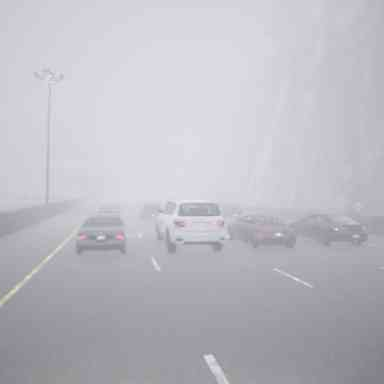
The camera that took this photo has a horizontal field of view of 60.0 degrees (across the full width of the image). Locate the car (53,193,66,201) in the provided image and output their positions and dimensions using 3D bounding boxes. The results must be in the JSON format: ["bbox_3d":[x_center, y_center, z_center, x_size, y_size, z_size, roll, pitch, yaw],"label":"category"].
[{"bbox_3d":[-26.313,0.949,65.965,1.812,1.442,4.674,1,1,-13],"label":"car"}]

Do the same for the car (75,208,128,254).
[{"bbox_3d":[-3.645,1.603,13.734,2.033,1.411,5.357,1,0,-13],"label":"car"}]

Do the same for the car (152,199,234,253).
[{"bbox_3d":[-0.234,1.322,14.538,2.150,2.045,5.566,1,0,-13],"label":"car"}]

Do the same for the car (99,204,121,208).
[{"bbox_3d":[-7.004,1.640,28.470,1.895,1.301,4.718,1,0,-13],"label":"car"}]

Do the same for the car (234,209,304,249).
[{"bbox_3d":[3.111,1.721,15.607,1.994,1.385,4.181,1,0,-13],"label":"car"}]

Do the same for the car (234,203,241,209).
[{"bbox_3d":[3.194,1.696,30.990,1.837,1.490,4.892,1,0,-13],"label":"car"}]

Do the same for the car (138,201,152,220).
[{"bbox_3d":[-3.631,1.596,29.439,1.837,1.490,4.892,1,0,-13],"label":"car"}]

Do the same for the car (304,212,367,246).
[{"bbox_3d":[6.510,1.732,16.446,1.812,1.442,4.674,1,0,-13],"label":"car"}]

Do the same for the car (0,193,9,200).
[{"bbox_3d":[-36.550,0.828,63.632,1.994,1.385,4.181,1,1,-13],"label":"car"}]

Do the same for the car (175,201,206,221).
[{"bbox_3d":[-0.240,1.664,30.312,1.812,1.442,4.674,1,0,-13],"label":"car"}]

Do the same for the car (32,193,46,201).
[{"bbox_3d":[-29.726,0.915,65.188,2.033,1.411,5.357,1,1,-13],"label":"car"}]

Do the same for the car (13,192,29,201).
[{"bbox_3d":[-33.137,0.803,64.409,1.882,1.535,5.008,1,1,-13],"label":"car"}]
